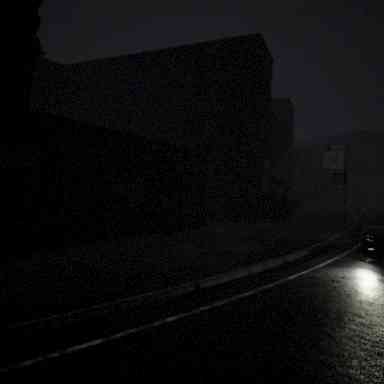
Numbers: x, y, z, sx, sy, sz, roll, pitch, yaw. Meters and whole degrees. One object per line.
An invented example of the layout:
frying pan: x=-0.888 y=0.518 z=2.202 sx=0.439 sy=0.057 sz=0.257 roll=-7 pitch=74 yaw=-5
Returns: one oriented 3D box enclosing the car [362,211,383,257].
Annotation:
car: x=7.600 y=1.424 z=12.125 sx=1.882 sy=1.535 sz=5.008 roll=1 pitch=1 yaw=37
